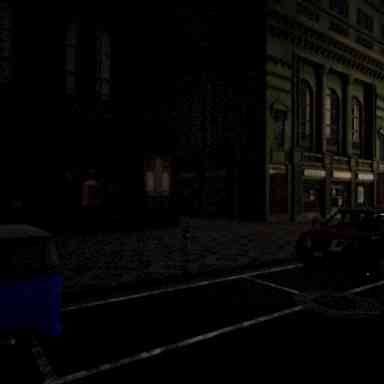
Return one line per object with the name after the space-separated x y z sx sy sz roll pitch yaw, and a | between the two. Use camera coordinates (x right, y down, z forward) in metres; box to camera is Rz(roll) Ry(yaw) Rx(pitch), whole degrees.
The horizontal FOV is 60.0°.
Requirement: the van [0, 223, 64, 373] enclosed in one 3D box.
-3.668 1.334 4.034 3.998 1.788 1.690 1 -1 -36 | van

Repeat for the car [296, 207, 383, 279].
5.504 1.426 10.586 5.009 1.841 2.192 1 -1 -36 | car
